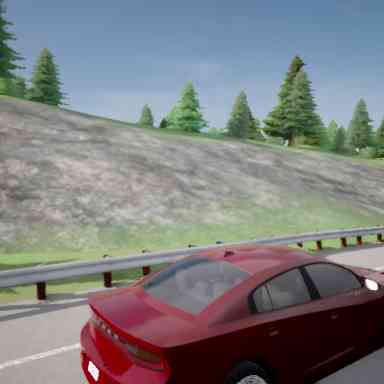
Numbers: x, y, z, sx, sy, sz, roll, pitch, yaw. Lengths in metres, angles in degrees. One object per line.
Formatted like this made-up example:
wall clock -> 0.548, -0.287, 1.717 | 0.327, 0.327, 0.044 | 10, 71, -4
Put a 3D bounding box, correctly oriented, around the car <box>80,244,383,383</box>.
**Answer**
car -> 1.133, 1.468, 4.486 | 5.008, 1.535, 1.882 | -1, 0, -34
